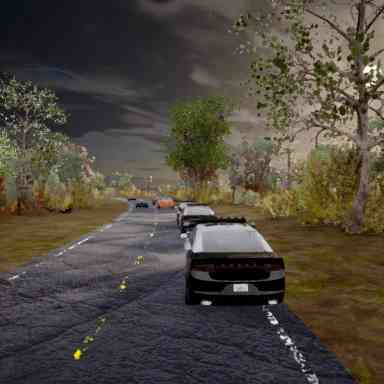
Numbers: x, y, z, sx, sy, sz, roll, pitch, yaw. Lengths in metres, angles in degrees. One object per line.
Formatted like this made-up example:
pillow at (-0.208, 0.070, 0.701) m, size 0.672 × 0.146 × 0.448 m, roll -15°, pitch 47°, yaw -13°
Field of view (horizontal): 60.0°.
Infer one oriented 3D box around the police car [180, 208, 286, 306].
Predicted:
police car at (0.745, 1.425, 8.244) m, size 1.930 × 1.638 × 5.238 m, roll 0°, pitch 0°, yaw -2°

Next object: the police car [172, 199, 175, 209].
police car at (-0.221, 1.423, 24.340) m, size 1.930 × 1.638 × 5.238 m, roll 0°, pitch 0°, yaw -5°

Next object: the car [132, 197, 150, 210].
car at (-6.575, 1.598, 43.887) m, size 1.895 × 1.301 × 4.718 m, roll 0°, pitch 0°, yaw -9°

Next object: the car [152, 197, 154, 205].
car at (-5.860, 1.346, 57.952) m, size 2.097 × 1.767 × 4.553 m, roll 0°, pitch 0°, yaw -12°

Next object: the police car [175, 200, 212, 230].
police car at (0.241, 1.424, 18.310) m, size 1.930 × 1.638 × 5.238 m, roll 0°, pitch 0°, yaw -4°

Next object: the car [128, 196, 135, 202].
car at (-14.214, 1.593, 79.235) m, size 1.895 × 1.301 × 4.718 m, roll 0°, pitch 0°, yaw -16°

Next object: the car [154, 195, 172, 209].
car at (-3.686, 1.348, 45.655) m, size 2.097 × 1.767 × 4.553 m, roll 0°, pitch 0°, yaw -9°
